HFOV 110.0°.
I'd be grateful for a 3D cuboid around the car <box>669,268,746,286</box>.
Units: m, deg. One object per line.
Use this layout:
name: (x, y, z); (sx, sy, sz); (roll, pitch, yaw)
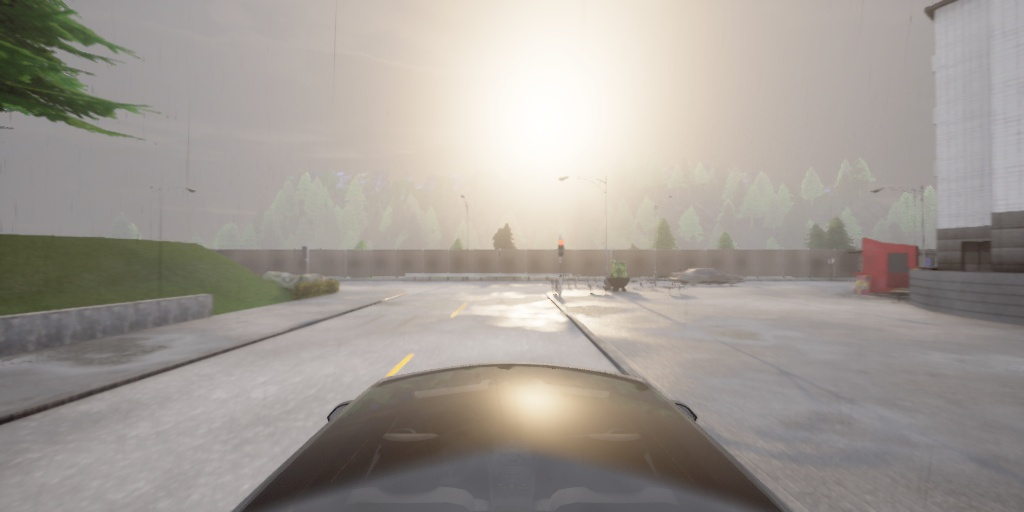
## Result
car: (15.428, 1.650, 28.527); (5.357, 1.411, 2.033); (0, -1, 0)
